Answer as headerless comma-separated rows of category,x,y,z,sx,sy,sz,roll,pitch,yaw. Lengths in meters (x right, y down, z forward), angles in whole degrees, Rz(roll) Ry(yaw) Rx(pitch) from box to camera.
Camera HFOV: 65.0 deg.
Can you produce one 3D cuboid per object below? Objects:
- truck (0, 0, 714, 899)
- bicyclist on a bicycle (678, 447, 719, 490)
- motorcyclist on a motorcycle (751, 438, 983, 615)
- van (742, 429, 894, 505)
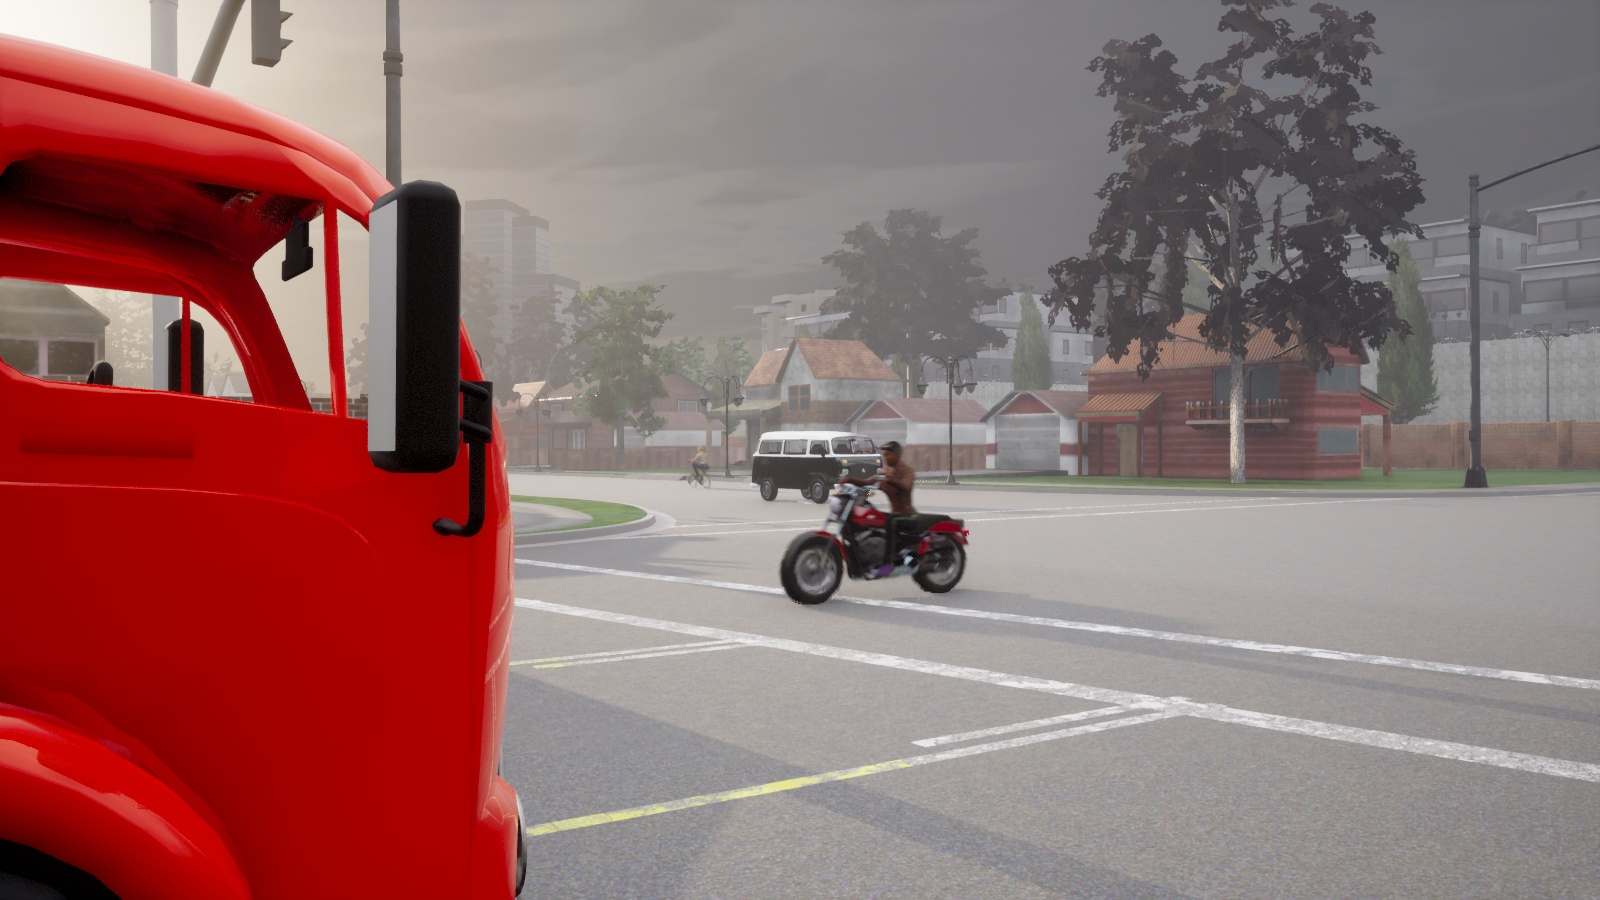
truck,-3.027,0.263,1.582,5.204,2.467,2.627,0,0,-34
bicyclist on a bicycle,-3.883,0.681,47.885,0.866,1.612,1.509,-1,0,-37
motorcyclist on a motorcycle,0.707,0.709,12.680,2.350,1.649,0.766,-1,0,-35
van,0.436,0.462,36.107,2.069,2.038,4.480,-1,0,-36
